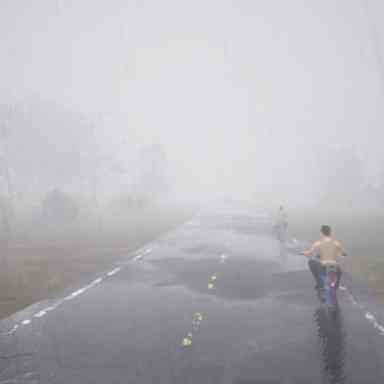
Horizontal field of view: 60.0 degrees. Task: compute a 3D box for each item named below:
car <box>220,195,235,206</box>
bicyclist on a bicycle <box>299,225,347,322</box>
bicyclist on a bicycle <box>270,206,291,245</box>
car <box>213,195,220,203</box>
[{"bbox_3d":[6.380,1.531,57.524,1.837,1.490,4.892,-1,-1,0],"label":"car"},{"bbox_3d":[2.469,1.403,6.153,0.866,1.612,1.509,-2,0,10],"label":"bicyclist on a bicycle"},{"bbox_3d":[3.804,1.401,14.205,0.866,1.612,1.509,-1,0,9],"label":"bicyclist on a bicycle"},{"bbox_3d":[5.911,1.428,73.589,2.097,1.767,4.553,-1,0,-4],"label":"car"}]
